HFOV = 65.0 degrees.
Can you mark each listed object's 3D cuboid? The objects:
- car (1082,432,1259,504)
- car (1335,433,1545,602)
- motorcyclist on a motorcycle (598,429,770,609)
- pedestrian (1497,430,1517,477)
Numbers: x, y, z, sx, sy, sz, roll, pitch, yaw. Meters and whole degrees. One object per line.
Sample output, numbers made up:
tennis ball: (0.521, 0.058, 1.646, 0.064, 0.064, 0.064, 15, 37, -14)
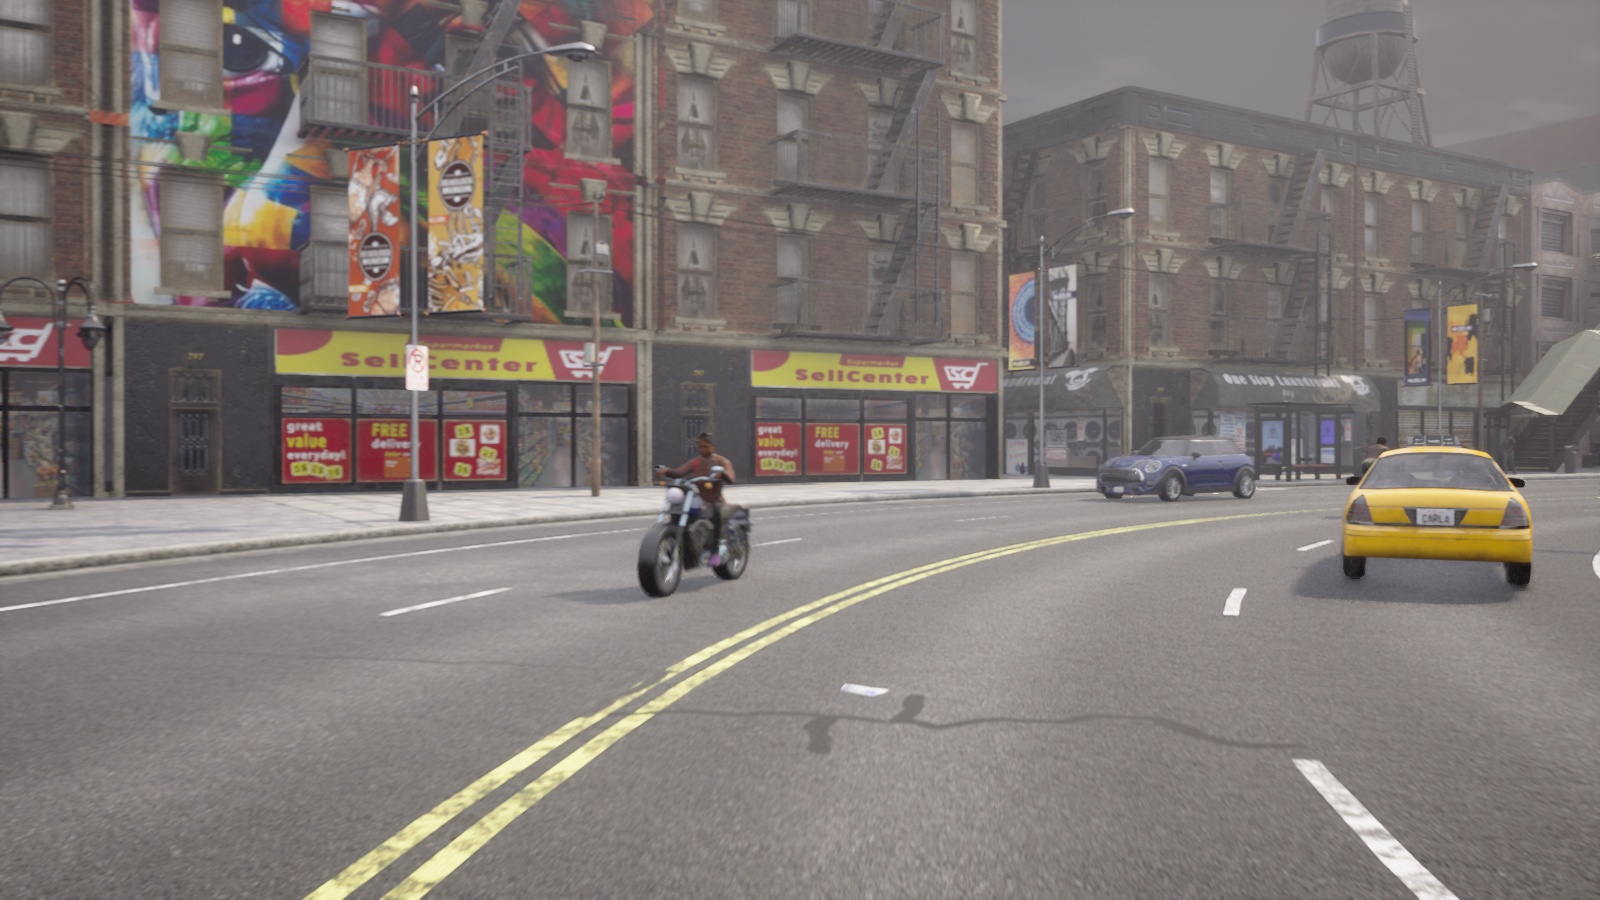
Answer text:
car: (9.772, 0.434, 32.997, 4.553, 1.767, 2.097, 0, 0, -35)
car: (7.322, 0.615, 14.496, 1.801, 1.575, 5.366, 0, 0, 26)
motorcyclist on a motorcycle: (-1.111, 0.623, 12.724, 0.766, 1.649, 2.350, 1, 1, 21)
pedestrian: (29.352, 0.156, 52.151, 0.666, 1.930, 0.402, 0, 0, -27)
